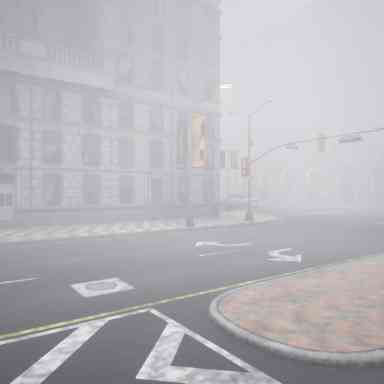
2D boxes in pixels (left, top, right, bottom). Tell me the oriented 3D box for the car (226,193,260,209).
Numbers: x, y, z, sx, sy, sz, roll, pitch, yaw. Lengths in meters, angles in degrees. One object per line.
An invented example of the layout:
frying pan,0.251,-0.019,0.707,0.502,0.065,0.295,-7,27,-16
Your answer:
car,6.874,1.221,46.365,2.150,2.045,5.566,0,0,-37

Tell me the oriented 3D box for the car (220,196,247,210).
car,4.702,1.563,43.400,1.994,1.385,4.181,0,0,-36
